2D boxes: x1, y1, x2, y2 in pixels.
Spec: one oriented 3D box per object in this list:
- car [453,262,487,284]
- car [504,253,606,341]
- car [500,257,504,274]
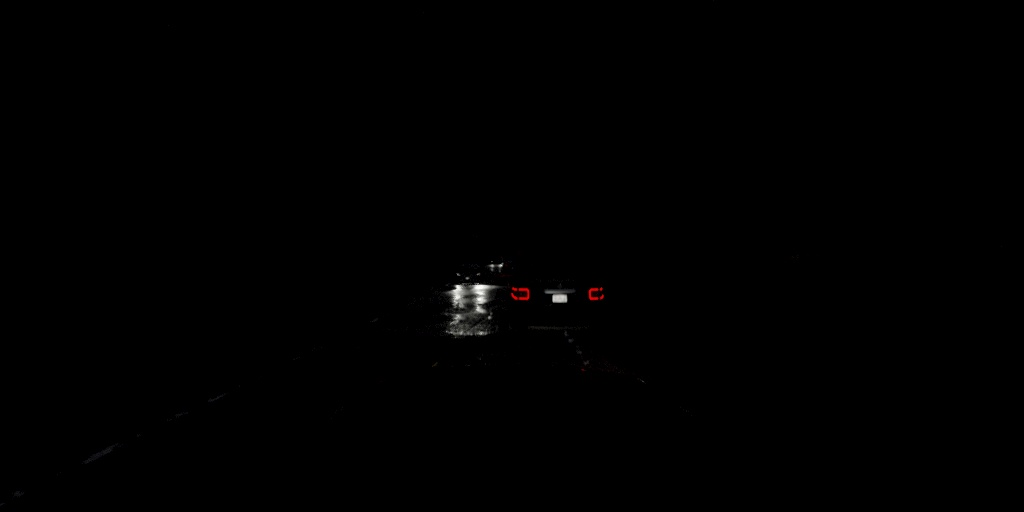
[{"bbox_3d":[-2.877,1.149,25.476,1.812,1.442,4.674,0,0,0],"label":"car"},{"bbox_3d":[0.955,0.932,9.870,2.150,2.045,5.566,0,0,0],"label":"car"},{"bbox_3d":[0.027,1.036,37.210,1.882,1.535,5.008,0,0,0],"label":"car"}]
